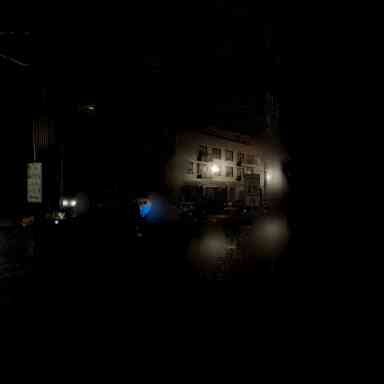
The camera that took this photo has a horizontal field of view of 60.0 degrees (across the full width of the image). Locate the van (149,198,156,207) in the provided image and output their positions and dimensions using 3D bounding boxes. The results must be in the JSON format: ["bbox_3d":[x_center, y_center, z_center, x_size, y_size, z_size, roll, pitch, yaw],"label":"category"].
[{"bbox_3d":[-4.481,1.331,25.146,1.690,1.788,3.998,0,0,36],"label":"van"}]

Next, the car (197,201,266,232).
[{"bbox_3d":[2.529,1.531,20.290,1.752,1.417,4.829,0,0,36],"label":"car"}]

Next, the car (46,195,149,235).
[{"bbox_3d":[-5.404,1.216,19.501,2.150,2.045,5.566,0,0,36],"label":"car"}]

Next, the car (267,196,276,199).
[{"bbox_3d":[8.835,1.544,43.502,1.947,1.339,4.313,0,0,36],"label":"car"}]

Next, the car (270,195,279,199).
[{"bbox_3d":[12.165,1.288,48.091,2.192,1.841,5.009,0,0,36],"label":"car"}]

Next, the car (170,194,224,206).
[{"bbox_3d":[0.683,1.217,27.885,2.150,2.045,5.566,0,0,36],"label":"car"}]

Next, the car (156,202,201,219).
[{"bbox_3d":[-1.152,1.572,29.736,1.802,1.307,4.206,0,0,36],"label":"car"}]

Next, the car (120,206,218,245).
[{"bbox_3d":[-0.899,1.556,15.565,2.008,1.369,4.403,0,0,36],"label":"car"}]

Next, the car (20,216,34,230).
[{"bbox_3d":[-7.910,1.514,20.419,1.752,1.417,4.829,0,0,36],"label":"car"}]

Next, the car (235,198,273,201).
[{"bbox_3d":[6.751,1.590,36.234,1.895,1.301,4.718,0,0,36],"label":"car"}]

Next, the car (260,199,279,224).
[{"bbox_3d":[5.857,1.531,24.879,1.752,1.417,4.829,0,0,36],"label":"car"}]

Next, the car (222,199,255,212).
[{"bbox_3d":[5.506,1.549,38.913,1.947,1.339,4.313,0,0,36],"label":"car"}]
